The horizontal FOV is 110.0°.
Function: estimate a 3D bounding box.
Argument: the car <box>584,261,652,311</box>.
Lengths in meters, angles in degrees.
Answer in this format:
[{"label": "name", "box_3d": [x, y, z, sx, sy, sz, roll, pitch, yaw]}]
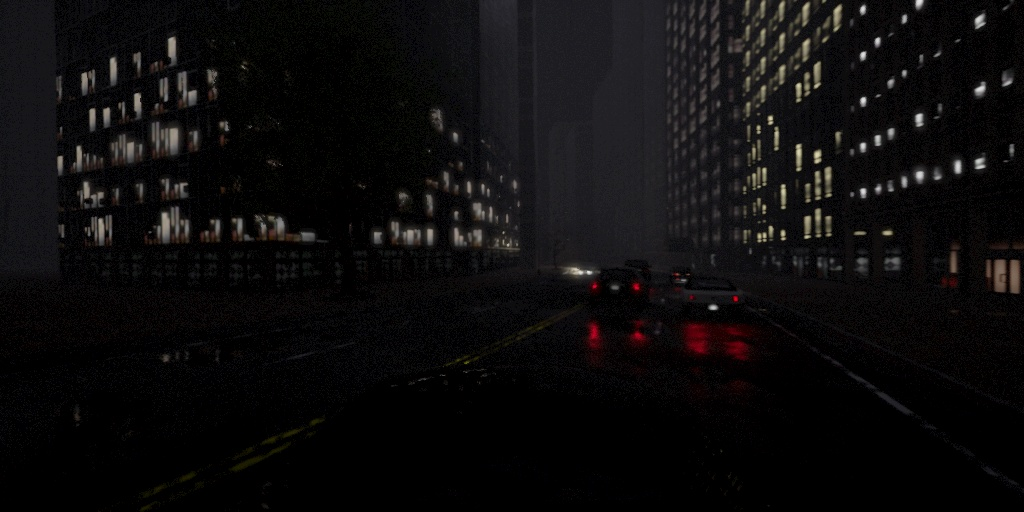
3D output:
[{"label": "car", "box_3d": [4.797, 1.253, 15.651, 2.097, 1.767, 4.553, 0, -1, 24]}]

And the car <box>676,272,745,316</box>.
[{"label": "car", "box_3d": [7.704, 1.479, 14.181, 1.895, 1.301, 4.718, 0, -1, 24]}]

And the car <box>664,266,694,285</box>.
[{"label": "car", "box_3d": [13.423, 1.539, 28.687, 1.837, 1.490, 4.892, 0, 0, 20]}]

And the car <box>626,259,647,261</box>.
[{"label": "car", "box_3d": [10.043, 1.271, 28.903, 2.150, 2.045, 5.566, 0, 0, 20]}]
